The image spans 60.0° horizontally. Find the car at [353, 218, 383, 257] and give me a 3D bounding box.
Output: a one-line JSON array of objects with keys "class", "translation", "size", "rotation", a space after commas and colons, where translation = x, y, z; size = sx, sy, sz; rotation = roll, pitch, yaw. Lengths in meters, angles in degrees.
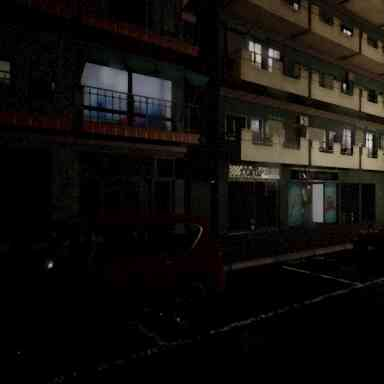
[{"class": "car", "translation": [7.526, 1.548, 11.905], "size": [4.507, 1.381, 1.887], "rotation": [0, 0, -35]}]

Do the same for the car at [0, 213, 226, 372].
[{"class": "car", "translation": [-1.704, 1.315, 5.345], "size": [5.009, 1.841, 2.192], "rotation": [0, 0, -35]}]
